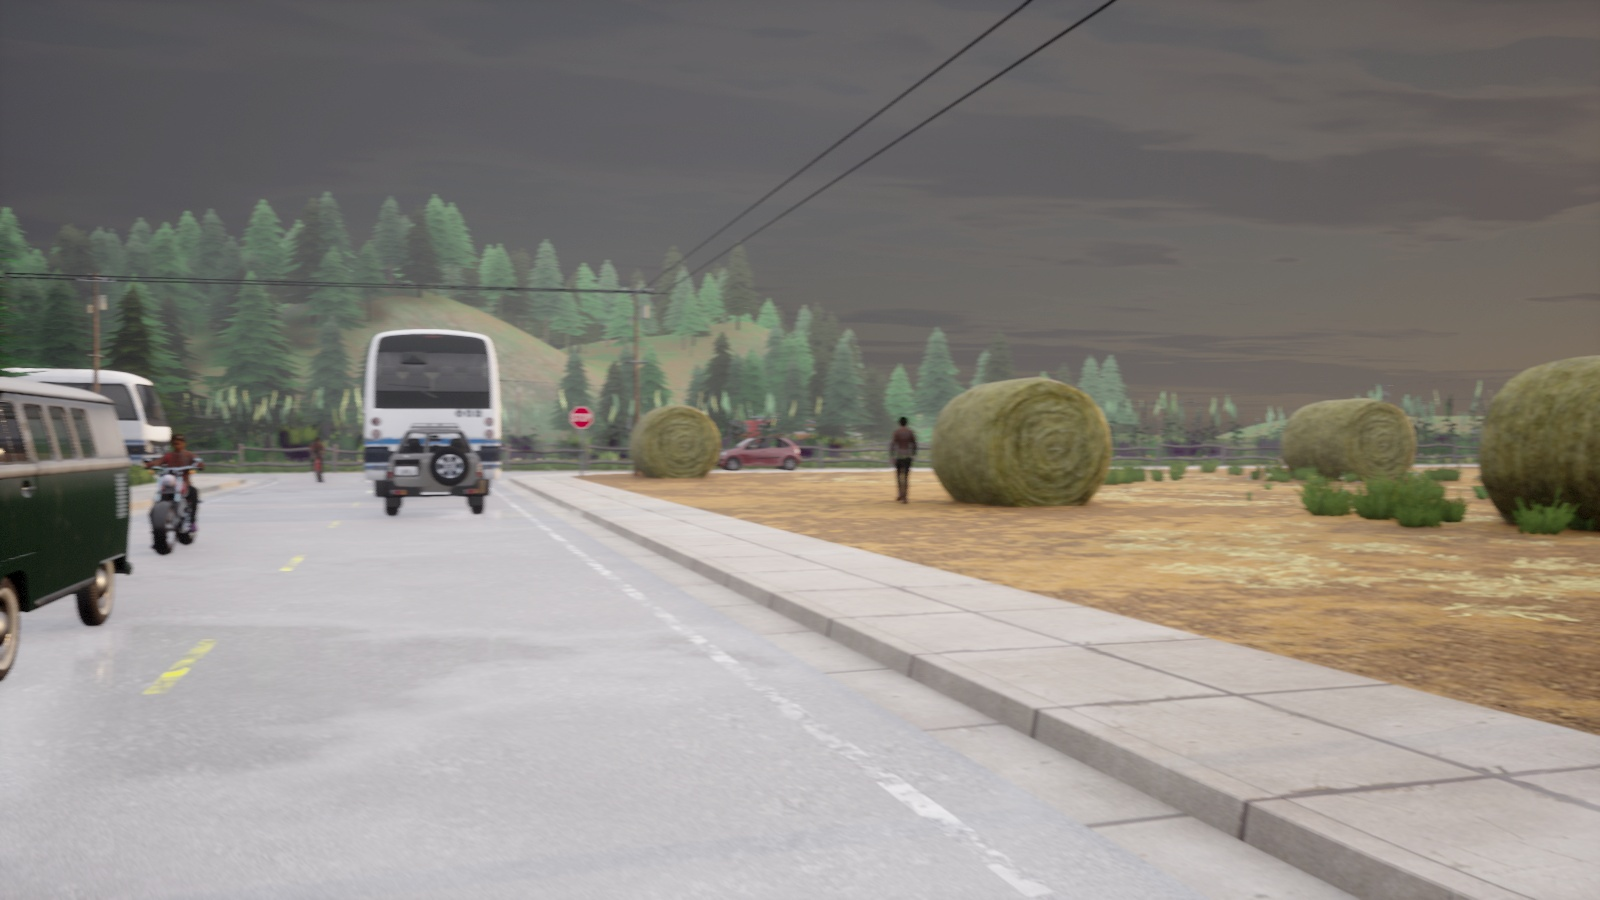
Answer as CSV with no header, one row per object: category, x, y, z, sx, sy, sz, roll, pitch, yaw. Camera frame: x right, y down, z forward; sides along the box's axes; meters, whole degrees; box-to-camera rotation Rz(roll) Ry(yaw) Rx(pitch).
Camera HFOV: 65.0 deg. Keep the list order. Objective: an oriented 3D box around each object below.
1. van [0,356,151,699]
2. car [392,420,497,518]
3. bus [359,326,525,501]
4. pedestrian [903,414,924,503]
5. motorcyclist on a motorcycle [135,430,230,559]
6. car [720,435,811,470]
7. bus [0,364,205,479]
van,-5.979,0.434,8.731,1.775,1.987,4.442,0,1,-16
car,-7.430,0.345,26.289,1.932,1.855,4.605,0,1,-16
bus,-10.254,-0.932,36.020,3.944,4.253,10.273,0,1,-16
pedestrian,2.314,0.166,25.677,0.328,1.805,0.869,0,0,-1
motorcyclist on a motorcycle,-8.471,0.557,17.322,0.766,1.649,2.350,0,1,-16
car,-1.622,0.107,58.718,3.988,1.617,1.851,0,1,-13
bus,-29.048,-1.070,48.584,10.273,4.253,3.944,0,0,-14
